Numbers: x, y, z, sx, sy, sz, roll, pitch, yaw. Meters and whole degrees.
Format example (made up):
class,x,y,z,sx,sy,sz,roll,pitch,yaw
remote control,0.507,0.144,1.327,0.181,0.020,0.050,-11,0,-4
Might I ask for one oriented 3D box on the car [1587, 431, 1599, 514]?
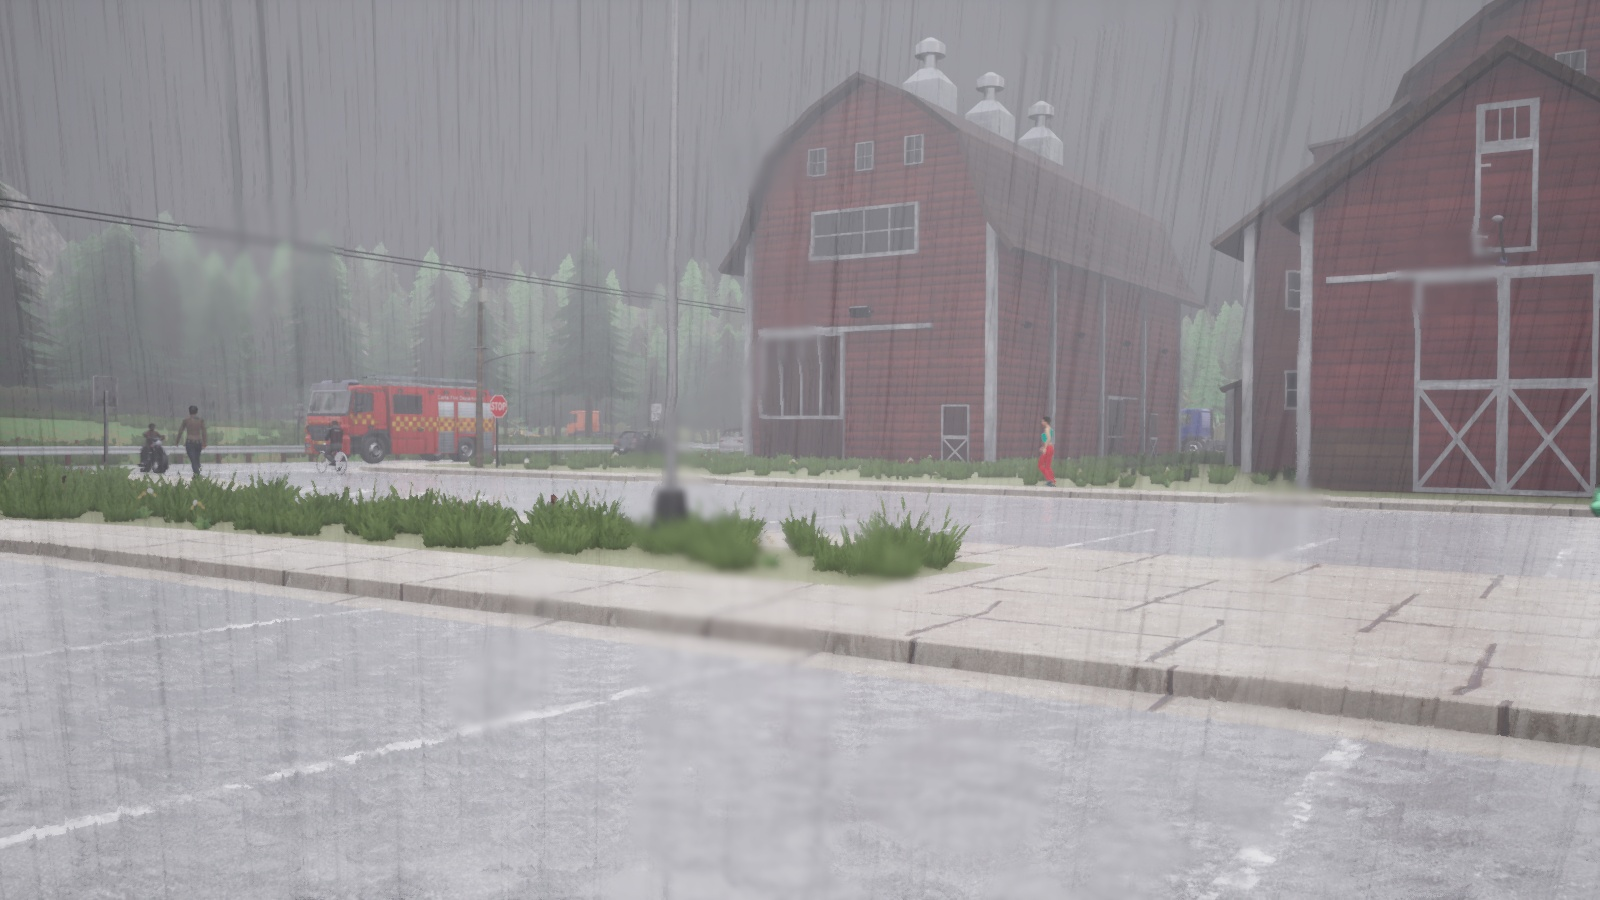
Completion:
class,x,y,z,sx,sy,sz,roll,pitch,yaw
car,14.455,0.369,20.969,2.207,1.376,1.481,0,1,33

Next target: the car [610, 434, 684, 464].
class,x,y,z,sx,sy,sz,roll,pitch,yaw
car,-7.881,-0.071,64.953,1.845,1.501,3.633,0,1,34

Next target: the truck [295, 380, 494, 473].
class,x,y,z,sx,sy,sz,roll,pitch,yaw
truck,-17.956,-1.039,56.289,2.891,3.827,8.468,0,1,34

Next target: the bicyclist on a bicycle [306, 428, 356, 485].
class,x,y,z,sx,sy,sz,roll,pitch,yaw
bicyclist on a bicycle,-15.088,0.186,40.387,1.843,1.776,0.659,1,2,39

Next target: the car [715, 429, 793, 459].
class,x,y,z,sx,sy,sz,roll,pitch,yaw
car,-2.628,-0.393,72.733,2.242,1.667,4.611,0,1,34

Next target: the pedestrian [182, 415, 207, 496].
class,x,y,z,sx,sy,sz,roll,pitch,yaw
pedestrian,-13.706,0.123,28.428,0.328,1.805,0.869,-1,1,-36

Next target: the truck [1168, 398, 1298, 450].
class,x,y,z,sx,sy,sz,roll,pitch,yaw
truck,29.636,-1.724,86.089,7.936,3.462,2.891,0,1,33

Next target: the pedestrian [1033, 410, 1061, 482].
class,x,y,z,sx,sy,sz,roll,pitch,yaw
pedestrian,6.300,-0.108,32.049,0.594,1.836,0.345,0,1,33

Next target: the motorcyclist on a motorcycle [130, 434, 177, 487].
class,x,y,z,sx,sy,sz,roll,pitch,yaw
motorcyclist on a motorcycle,-20.588,0.322,39.971,0.766,1.649,2.350,0,0,-42
